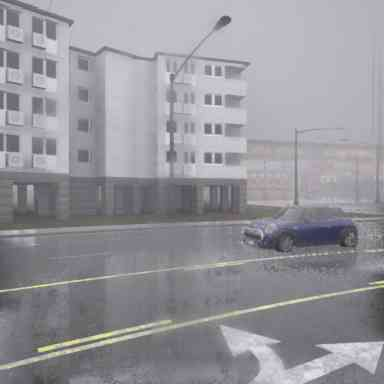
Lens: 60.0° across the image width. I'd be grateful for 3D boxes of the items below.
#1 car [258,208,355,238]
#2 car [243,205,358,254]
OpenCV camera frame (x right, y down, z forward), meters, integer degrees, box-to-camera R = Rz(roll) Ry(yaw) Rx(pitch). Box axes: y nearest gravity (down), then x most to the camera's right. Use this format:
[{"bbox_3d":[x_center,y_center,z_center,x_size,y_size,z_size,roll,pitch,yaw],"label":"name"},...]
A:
[{"bbox_3d":[6.081,1.598,17.814,4.718,1.301,1.895,0,0,-18],"label":"car"},{"bbox_3d":[4.363,1.350,13.482,4.553,1.767,2.097,0,0,-20],"label":"car"}]
